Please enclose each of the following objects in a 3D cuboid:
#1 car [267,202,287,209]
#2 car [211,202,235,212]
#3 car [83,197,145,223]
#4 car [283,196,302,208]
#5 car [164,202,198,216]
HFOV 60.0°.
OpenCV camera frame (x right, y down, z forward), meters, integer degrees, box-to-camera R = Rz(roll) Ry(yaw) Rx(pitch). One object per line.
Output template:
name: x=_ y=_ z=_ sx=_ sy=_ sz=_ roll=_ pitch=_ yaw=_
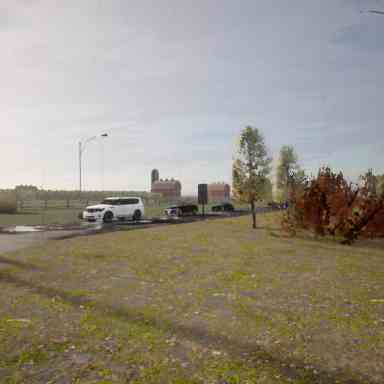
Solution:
car: x=13.457 y=1.966 z=53.157 sx=1.837 sy=1.490 sz=4.892 roll=-1 pitch=-1 yaw=32
car: x=4.216 y=1.987 z=45.228 sx=1.994 sy=1.385 sz=4.181 roll=-1 pitch=-1 yaw=32
car: x=-6.442 y=1.453 z=28.188 sx=2.150 sy=2.045 sz=5.566 roll=-1 pitch=-1 yaw=34
car: x=18.684 y=1.784 z=61.684 sx=2.150 sy=2.045 sz=5.566 roll=-1 pitch=-1 yaw=31
car: x=-1.116 y=1.818 z=36.708 sx=2.128 sy=1.511 sz=4.902 roll=-1 pitch=-1 yaw=32
